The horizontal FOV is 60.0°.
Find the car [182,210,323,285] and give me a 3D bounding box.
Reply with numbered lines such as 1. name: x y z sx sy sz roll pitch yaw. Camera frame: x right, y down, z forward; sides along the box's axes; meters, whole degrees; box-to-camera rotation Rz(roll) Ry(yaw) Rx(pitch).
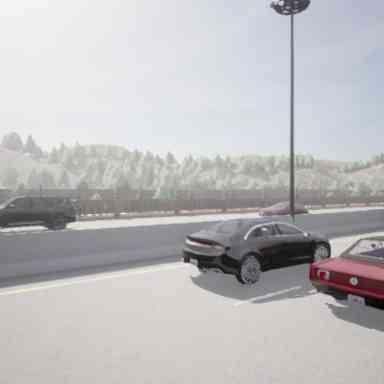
1. car: 2.018 1.483 9.488 4.902 1.511 2.128 0 0 -36

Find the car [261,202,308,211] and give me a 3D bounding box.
1. car: 7.357 1.509 26.424 4.674 1.442 1.812 0 0 -36

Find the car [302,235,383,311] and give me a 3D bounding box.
1. car: 4.673 1.592 7.082 4.718 1.301 1.895 0 0 -36

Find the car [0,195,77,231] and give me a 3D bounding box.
1. car: -9.398 1.216 18.785 5.566 2.045 2.150 0 0 -36
